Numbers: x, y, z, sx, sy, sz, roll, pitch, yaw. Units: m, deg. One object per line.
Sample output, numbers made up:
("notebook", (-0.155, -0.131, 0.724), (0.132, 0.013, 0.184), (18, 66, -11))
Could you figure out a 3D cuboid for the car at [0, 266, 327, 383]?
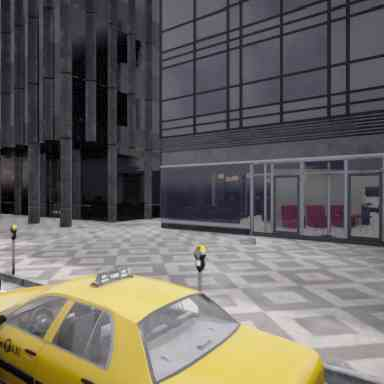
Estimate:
("car", (-1.067, 1.525, 3.724), (4.829, 1.417, 1.752), (0, 0, 36))
